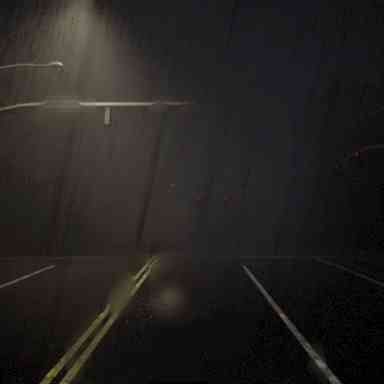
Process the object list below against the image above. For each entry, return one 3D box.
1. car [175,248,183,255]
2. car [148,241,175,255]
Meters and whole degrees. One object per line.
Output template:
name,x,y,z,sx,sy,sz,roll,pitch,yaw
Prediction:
car,-2.495,10.226,56.582,1.895,1.301,4.718,0,-11,1
car,-2.970,5.432,31.828,1.837,1.490,4.892,0,-11,1
